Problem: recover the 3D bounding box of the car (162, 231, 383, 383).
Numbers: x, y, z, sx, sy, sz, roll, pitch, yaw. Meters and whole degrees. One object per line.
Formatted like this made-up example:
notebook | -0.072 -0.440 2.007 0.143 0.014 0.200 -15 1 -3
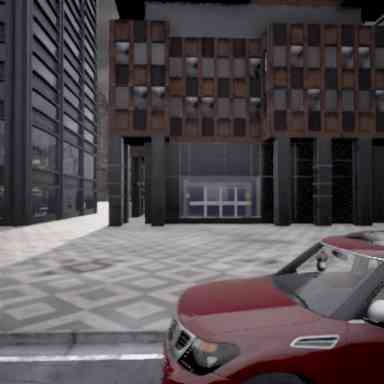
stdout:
car | 2.218 1.386 3.627 5.009 1.841 2.192 0 -1 -3
